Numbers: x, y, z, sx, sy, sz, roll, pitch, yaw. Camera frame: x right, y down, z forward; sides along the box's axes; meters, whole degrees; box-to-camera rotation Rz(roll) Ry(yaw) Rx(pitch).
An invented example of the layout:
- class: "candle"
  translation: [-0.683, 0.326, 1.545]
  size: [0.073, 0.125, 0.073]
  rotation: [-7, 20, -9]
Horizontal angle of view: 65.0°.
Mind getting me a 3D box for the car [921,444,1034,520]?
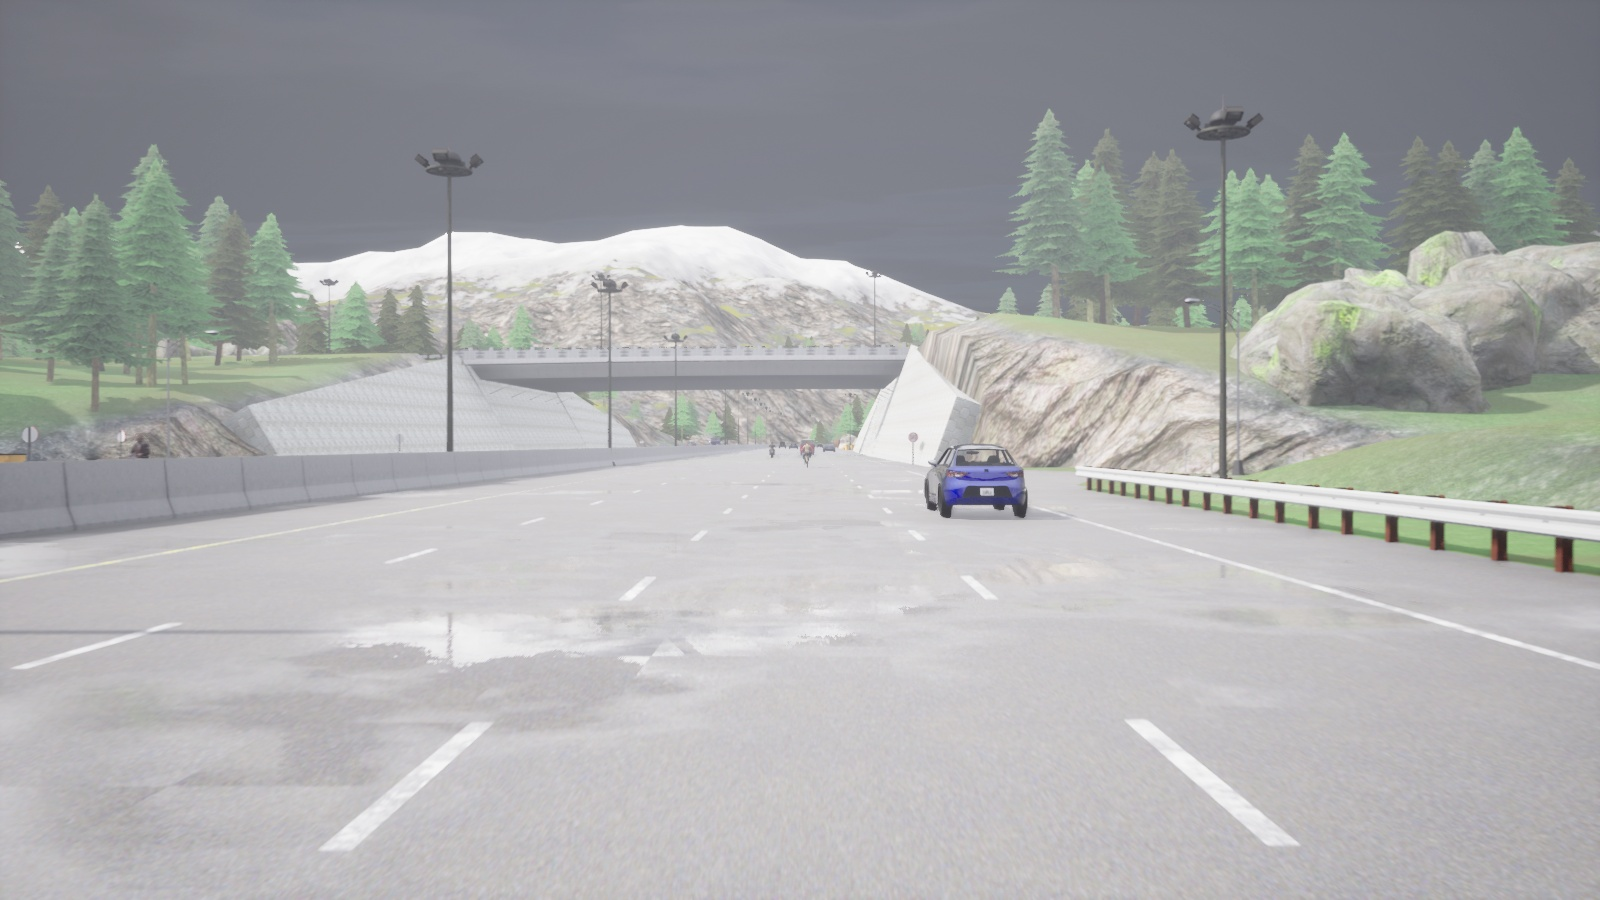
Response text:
- class: "car"
  translation: [3.667, 0.613, 26.598]
  size: [1.816, 1.474, 4.193]
  rotation: [0, 0, 0]
